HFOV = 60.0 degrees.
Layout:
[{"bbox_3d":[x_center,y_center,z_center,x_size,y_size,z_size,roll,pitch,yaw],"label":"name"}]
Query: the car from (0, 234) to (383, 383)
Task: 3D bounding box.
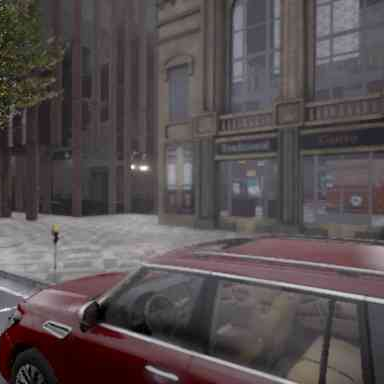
[{"bbox_3d":[0.451,1.307,2.761,5.009,1.841,2.192,0,0,36],"label":"car"}]
